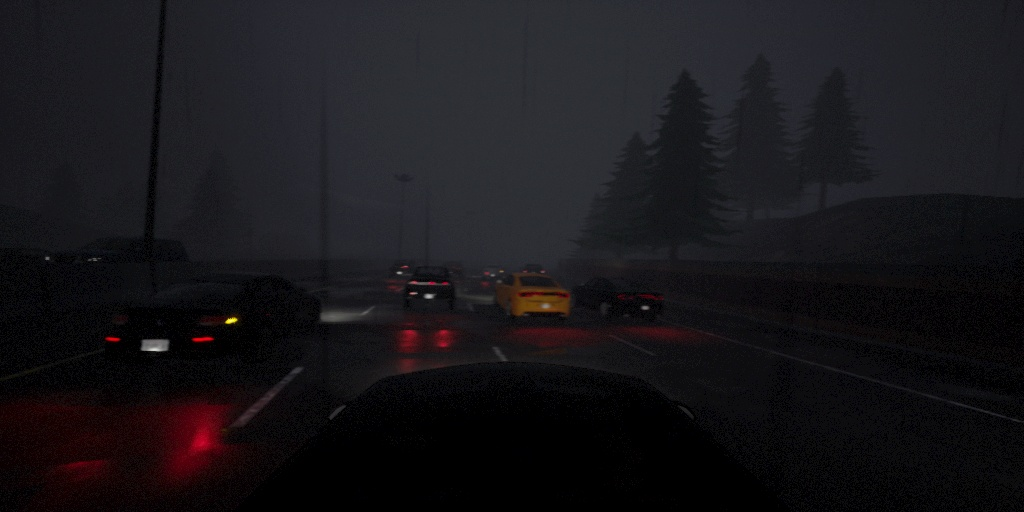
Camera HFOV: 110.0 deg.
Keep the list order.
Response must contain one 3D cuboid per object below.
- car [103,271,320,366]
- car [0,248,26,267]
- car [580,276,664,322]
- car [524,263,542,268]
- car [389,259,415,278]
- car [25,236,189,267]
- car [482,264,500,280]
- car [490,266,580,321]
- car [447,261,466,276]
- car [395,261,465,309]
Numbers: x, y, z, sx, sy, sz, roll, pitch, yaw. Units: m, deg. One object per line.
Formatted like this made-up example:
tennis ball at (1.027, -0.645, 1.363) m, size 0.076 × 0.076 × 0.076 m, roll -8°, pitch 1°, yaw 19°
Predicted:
car at (-5.308, 1.026, 7.076) m, size 1.812 × 1.442 × 4.674 m, roll 3°, pitch 0°, yaw -13°
car at (-21.227, 0.292, 14.944) m, size 1.895 × 1.301 × 4.718 m, roll 3°, pitch 0°, yaw -9°
car at (3.914, 1.539, 14.201) m, size 1.882 × 1.535 × 5.008 m, roll 3°, pitch 0°, yaw -11°
car at (1.795, 1.445, 32.946) m, size 2.097 × 1.767 × 4.553 m, roll 3°, pitch 0°, yaw -3°
car at (-8.513, 1.003, 28.995) m, size 1.837 × 1.490 × 4.892 m, roll 3°, pitch 0°, yaw -4°
car at (-17.948, 0.106, 16.714) m, size 2.150 × 2.045 × 5.566 m, roll 3°, pitch 0°, yaw -8°
car at (-1.725, 1.426, 32.858) m, size 1.812 × 1.442 × 4.674 m, roll 3°, pitch 0°, yaw -3°
car at (0.553, 1.347, 13.166) m, size 1.882 × 1.535 × 5.008 m, roll 3°, pitch 0°, yaw -11°
car at (-5.175, 1.182, 31.949) m, size 1.882 × 1.535 × 5.008 m, roll 3°, pitch 0°, yaw -3°
car at (-3.258, 1.164, 14.643) m, size 2.128 × 1.511 × 4.902 m, roll 3°, pitch 0°, yaw -10°
